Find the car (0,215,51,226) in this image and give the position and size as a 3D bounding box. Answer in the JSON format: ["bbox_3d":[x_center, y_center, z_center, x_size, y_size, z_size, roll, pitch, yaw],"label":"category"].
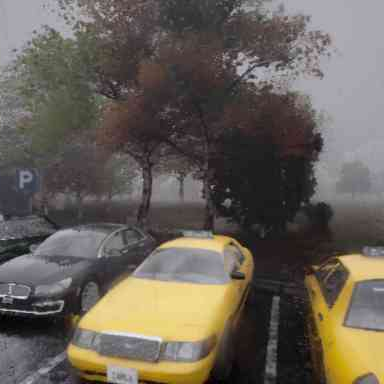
[{"bbox_3d":[-4.791,1.410,9.429,2.185,1.767,4.553,0,-1,15],"label":"car"}]

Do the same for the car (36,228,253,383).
[{"bbox_3d":[0.027,1.501,5.850,1.946,1.575,5.366,0,-1,15],"label":"car"}]

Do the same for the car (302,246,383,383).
[{"bbox_3d":[2.542,1.488,4.484,1.946,1.575,5.366,0,-1,15],"label":"car"}]

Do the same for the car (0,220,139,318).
[{"bbox_3d":[-2.346,1.523,7.753,2.231,1.521,4.892,0,-1,15],"label":"car"}]
